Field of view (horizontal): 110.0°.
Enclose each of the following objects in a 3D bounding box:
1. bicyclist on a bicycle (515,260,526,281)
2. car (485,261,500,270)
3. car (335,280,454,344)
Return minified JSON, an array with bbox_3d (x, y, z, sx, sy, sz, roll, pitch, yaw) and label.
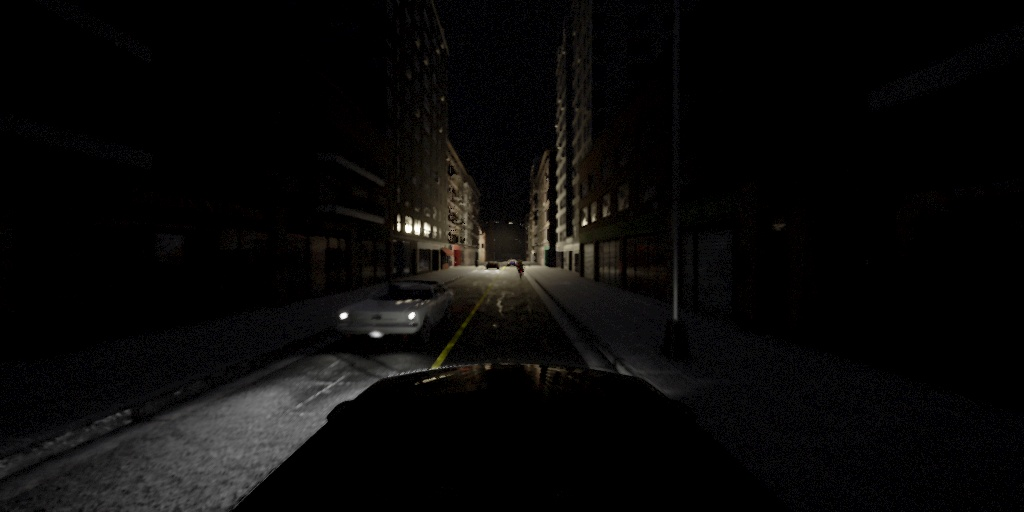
[{"bbox_3d":[0.753,1.180,29.430,0.866,1.612,1.509,0,0,0],"label":"bicyclist on a bicycle"},{"bbox_3d":[-2.819,1.351,52.619,1.895,1.301,4.718,0,0,0],"label":"car"},{"bbox_3d":[-2.852,1.348,9.756,1.895,1.301,4.718,0,0,0],"label":"car"}]
